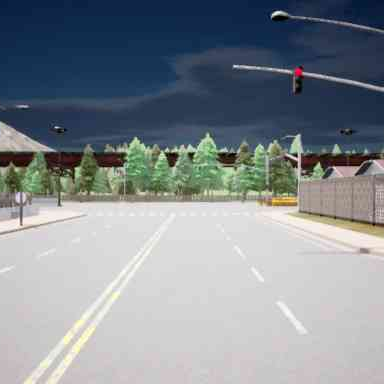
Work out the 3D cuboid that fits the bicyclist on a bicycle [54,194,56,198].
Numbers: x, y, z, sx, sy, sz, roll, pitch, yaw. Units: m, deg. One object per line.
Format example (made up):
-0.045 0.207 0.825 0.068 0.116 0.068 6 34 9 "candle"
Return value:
-28.449 1.266 68.772 0.582 1.620 1.656 0 0 -2 "bicyclist on a bicycle"
